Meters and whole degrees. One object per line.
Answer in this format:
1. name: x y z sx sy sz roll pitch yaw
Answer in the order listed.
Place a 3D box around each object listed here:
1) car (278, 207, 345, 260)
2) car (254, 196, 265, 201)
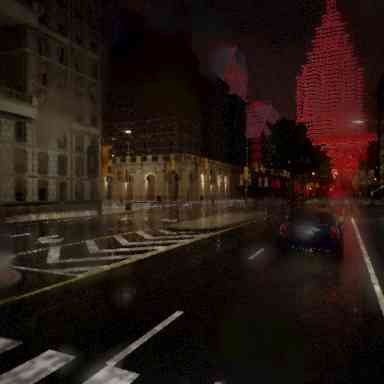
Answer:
1. car: 4.702 1.363 12.824 2.097 1.767 4.553 0 0 24
2. car: 16.953 1.593 84.001 1.895 1.301 4.718 0 0 24
